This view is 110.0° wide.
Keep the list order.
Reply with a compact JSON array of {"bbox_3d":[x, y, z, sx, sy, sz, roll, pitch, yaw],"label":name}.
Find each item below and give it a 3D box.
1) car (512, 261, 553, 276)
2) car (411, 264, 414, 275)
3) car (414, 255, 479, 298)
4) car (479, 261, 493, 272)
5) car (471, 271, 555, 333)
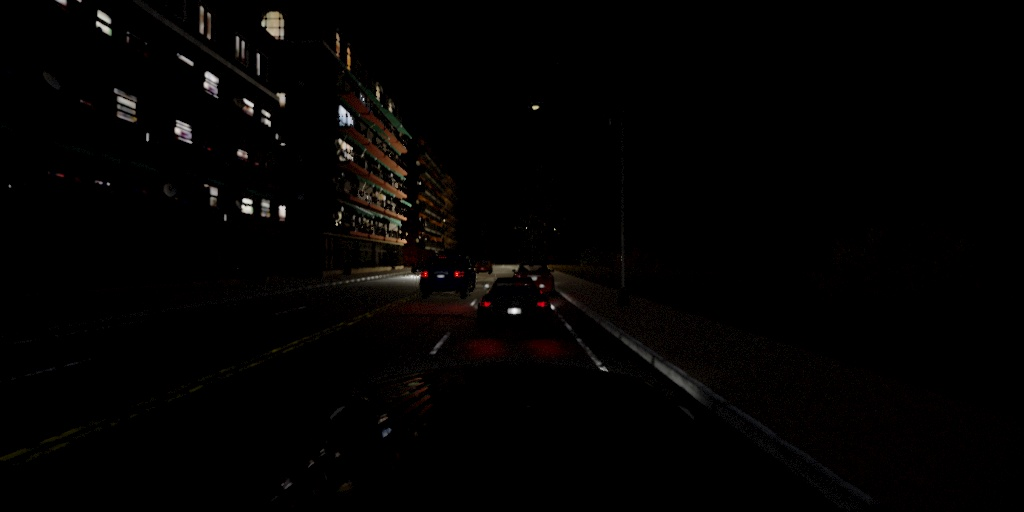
[{"bbox_3d":[1.090,1.118,19.741,2.097,1.767,4.553,0,0,0],"label":"car"},{"bbox_3d":[-9.952,1.276,40.581,2.128,1.511,4.902,0,0,0],"label":"car"},{"bbox_3d":[-3.195,0.989,18.747,2.150,2.045,5.566,0,0,0],"label":"car"},{"bbox_3d":[-3.257,1.263,41.927,1.882,1.535,5.008,0,0,0],"label":"car"},{"bbox_3d":[0.071,1.323,10.802,1.994,1.385,4.181,0,0,0],"label":"car"}]
